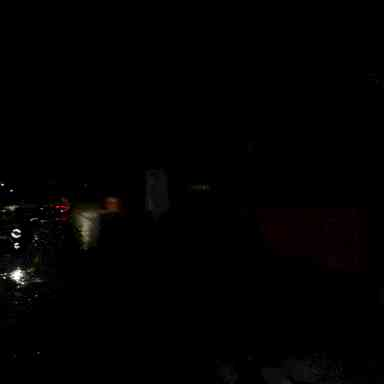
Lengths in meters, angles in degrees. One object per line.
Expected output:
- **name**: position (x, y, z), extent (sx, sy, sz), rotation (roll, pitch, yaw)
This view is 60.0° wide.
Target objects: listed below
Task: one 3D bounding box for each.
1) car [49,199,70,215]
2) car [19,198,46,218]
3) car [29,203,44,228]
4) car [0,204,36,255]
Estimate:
- **car**: position (-15.900, 1.901, 40.286), extent (1.837, 1.490, 4.892), rotation (-2, 0, -24)
- **car**: position (-16.455, 1.660, 34.466), extent (2.150, 2.045, 5.566), rotation (-2, 0, -23)
- **car**: position (-12.320, 1.852, 24.718), extent (1.837, 1.490, 4.892), rotation (-2, 0, -23)
- **car**: position (-7.997, 1.592, 13.924), extent (2.097, 1.767, 4.553), rotation (-2, 0, -21)
